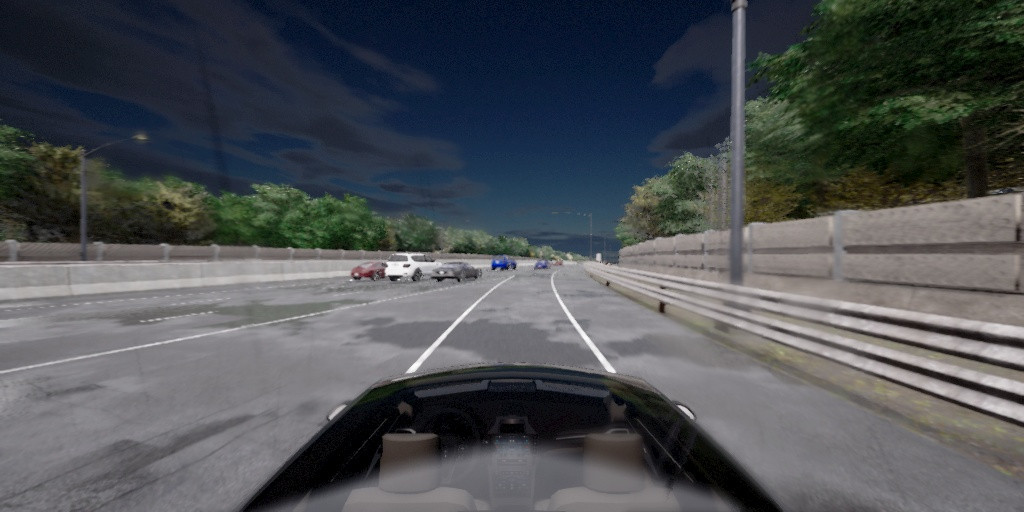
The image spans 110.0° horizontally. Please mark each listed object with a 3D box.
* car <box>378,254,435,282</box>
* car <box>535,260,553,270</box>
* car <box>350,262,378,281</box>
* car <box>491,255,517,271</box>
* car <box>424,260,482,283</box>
[{"bbox_3d":[-7.260,0.850,27.175,2.150,2.045,5.566,-1,0,17],"label":"car"},{"bbox_3d":[4.678,1.355,54.050,1.812,1.442,4.674,0,-1,17],"label":"car"},{"bbox_3d":[-10.599,1.179,28.186,1.812,1.442,4.674,0,0,17],"label":"car"},{"bbox_3d":[-1.022,0.939,47.464,2.150,2.045,5.566,0,-1,17],"label":"car"},{"bbox_3d":[-3.922,1.141,26.131,2.033,1.411,5.357,-1,0,17],"label":"car"}]
